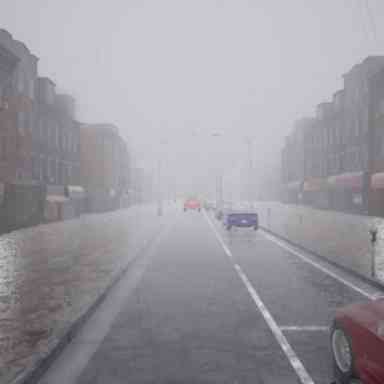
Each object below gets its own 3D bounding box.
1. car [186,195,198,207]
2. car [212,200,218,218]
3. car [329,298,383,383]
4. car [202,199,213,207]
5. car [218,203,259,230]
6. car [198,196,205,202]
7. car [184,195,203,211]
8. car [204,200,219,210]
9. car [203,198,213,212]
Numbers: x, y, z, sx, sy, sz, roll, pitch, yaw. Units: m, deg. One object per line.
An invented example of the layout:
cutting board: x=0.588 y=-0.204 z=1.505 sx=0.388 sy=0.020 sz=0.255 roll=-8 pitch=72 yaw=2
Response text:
car: x=0.005 y=1.533 z=59.578 sx=2.150 sy=2.045 sz=5.566 roll=0 pitch=0 yaw=0
car: x=3.024 y=1.643 z=28.602 sx=1.812 sy=1.442 sz=4.674 roll=0 pitch=0 yaw=0
car: x=2.637 y=1.591 z=2.698 sx=1.802 sy=1.307 sz=4.206 roll=0 pitch=0 yaw=0
car: x=2.635 y=1.881 z=57.366 sx=1.802 sy=1.307 sz=4.206 roll=0 pitch=0 yaw=0
car: x=3.016 y=1.560 z=21.602 sx=1.882 sy=1.535 sz=5.008 roll=0 pitch=0 yaw=0
car: x=2.632 y=2.077 z=94.709 sx=1.967 sy=1.590 sz=4.097 roll=-1 pitch=-1 yaw=0
car: x=0.050 y=1.557 z=43.504 sx=2.097 sy=1.767 sz=4.553 roll=0 pitch=0 yaw=0
car: x=2.635 y=1.805 z=46.434 sx=1.802 sy=1.307 sz=4.206 roll=0 pitch=0 yaw=0
car: x=2.635 y=1.715 z=41.137 sx=1.752 sy=1.417 sz=4.829 roll=0 pitch=0 yaw=0
